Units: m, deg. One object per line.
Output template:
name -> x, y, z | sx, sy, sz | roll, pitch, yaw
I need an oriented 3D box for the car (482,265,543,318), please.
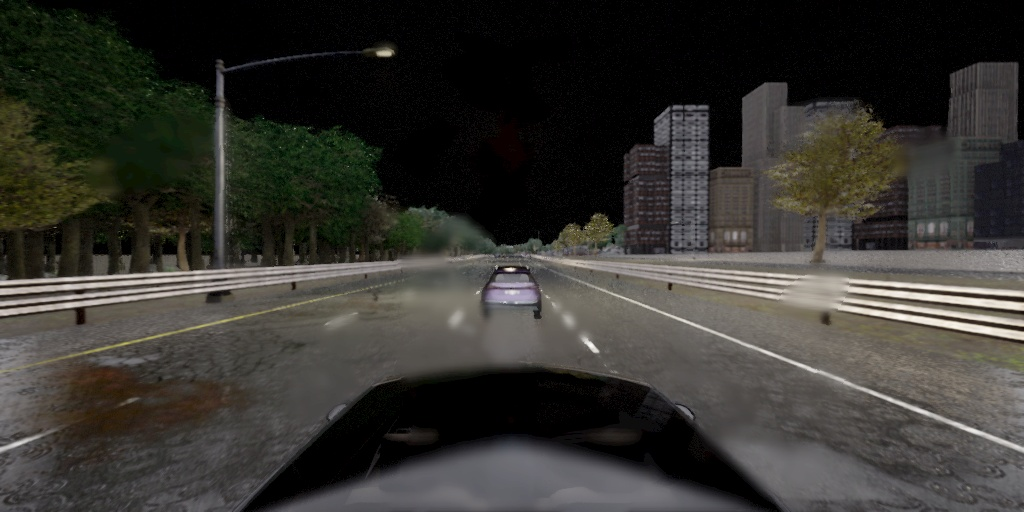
car -> 0.001, 1.131, 12.873 | 2.033, 1.649, 4.856 | 0, 0, 0
